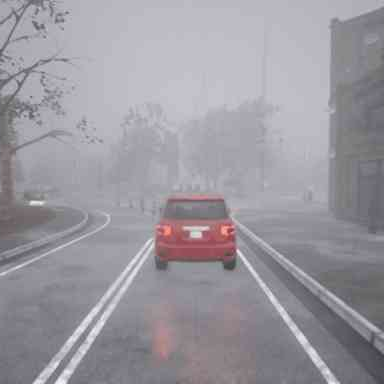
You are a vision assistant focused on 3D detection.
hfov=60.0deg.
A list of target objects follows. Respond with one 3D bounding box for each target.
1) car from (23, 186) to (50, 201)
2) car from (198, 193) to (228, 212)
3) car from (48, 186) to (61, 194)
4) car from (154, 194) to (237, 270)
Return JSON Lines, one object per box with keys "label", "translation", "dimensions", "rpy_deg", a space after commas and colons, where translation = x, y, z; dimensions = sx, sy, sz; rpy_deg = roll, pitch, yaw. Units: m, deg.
{"label": "car", "translation": [-21.359, 0.341, 44.735], "dimensions": [2.128, 1.511, 4.902], "rpy_deg": [-2, 3, -39]}
{"label": "car", "translation": [2.029, 0.902, 30.498], "dimensions": [1.812, 1.442, 4.674], "rpy_deg": [1, 2, 16]}
{"label": "car", "translation": [-26.568, -0.354, 62.365], "dimensions": [1.882, 1.535, 5.008], "rpy_deg": [0, 3, 10]}
{"label": "car", "translation": [0.093, 1.062, 10.613], "dimensions": [2.150, 2.045, 5.566], "rpy_deg": [0, 1, 0]}
